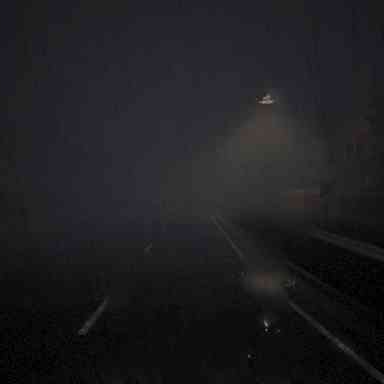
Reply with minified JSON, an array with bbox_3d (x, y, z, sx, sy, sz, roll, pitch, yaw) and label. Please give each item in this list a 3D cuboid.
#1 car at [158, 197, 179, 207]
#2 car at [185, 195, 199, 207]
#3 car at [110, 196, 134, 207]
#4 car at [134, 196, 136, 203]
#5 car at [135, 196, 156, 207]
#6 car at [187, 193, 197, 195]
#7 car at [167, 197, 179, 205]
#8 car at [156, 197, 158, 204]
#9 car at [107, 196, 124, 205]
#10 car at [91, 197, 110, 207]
[{"bbox_3d":[-3.507,1.492,50.066,2.128,1.511,4.902,0,0,0],"label":"car"},{"bbox_3d":[-0.007,1.565,50.514,1.994,1.385,4.181,0,0,0],"label":"car"},{"bbox_3d":[-10.507,1.505,50.063,1.837,1.490,4.892,0,0,0],"label":"car"},{"bbox_3d":[-10.503,1.482,61.673,1.882,1.535,5.008,0,0,0],"label":"car"},{"bbox_3d":[-7.007,1.601,50.510,1.895,1.301,4.718,0,0,0],"label":"car"},{"bbox_3d":[-0.002,1.246,61.564,2.150,2.045,5.566,0,0,0],"label":"car"},{"bbox_3d":[-3.504,1.568,61.426,1.994,1.385,4.181,0,0,0],"label":"car"},{"bbox_3d":[-7.005,1.558,61.199,2.033,1.411,5.357,0,0,0],"label":"car"},{"bbox_3d":[-14.006,1.508,61.118,1.837,1.490,4.892,0,0,0],"label":"car"},{"bbox_3d":[-14.007,1.526,50.479,1.812,1.442,4.674,0,0,0],"label":"car"}]
